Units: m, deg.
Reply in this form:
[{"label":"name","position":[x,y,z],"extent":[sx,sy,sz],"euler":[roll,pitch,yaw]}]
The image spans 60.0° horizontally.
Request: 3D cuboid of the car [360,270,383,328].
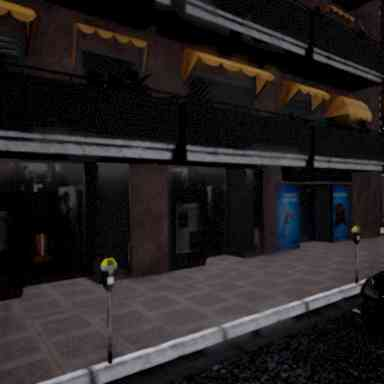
[{"label":"car","position":[4.697,1.488,5.768],"extent":[4.313,1.339,1.947],"euler":[-1,0,-35]}]
